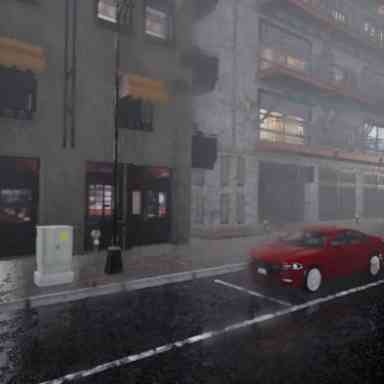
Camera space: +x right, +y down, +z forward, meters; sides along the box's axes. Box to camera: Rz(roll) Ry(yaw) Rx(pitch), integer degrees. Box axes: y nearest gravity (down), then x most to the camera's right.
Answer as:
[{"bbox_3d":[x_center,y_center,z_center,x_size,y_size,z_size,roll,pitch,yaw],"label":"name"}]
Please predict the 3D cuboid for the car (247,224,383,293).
[{"bbox_3d":[3.465,1.605,9.019,4.507,1.381,1.887,1,0,-35],"label":"car"}]
